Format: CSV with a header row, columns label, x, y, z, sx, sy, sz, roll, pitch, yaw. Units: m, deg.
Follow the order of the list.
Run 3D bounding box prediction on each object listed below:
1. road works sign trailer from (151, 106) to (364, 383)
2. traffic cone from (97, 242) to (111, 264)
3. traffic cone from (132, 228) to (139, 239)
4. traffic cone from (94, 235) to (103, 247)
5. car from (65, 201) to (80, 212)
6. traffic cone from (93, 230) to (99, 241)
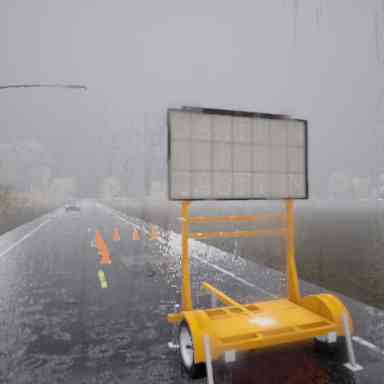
label,x,y,z,sx,sy,sz,roll,pitch,yaw
road works sign trailer,0.696,0.531,5.304,2.380,3.560,2.880,0,-1,-20
traffic cone,-2.977,2.129,11.427,0.340,0.580,0.340,0,-1,-19
traffic cone,-3.018,2.214,17.752,0.340,0.580,0.340,0,-1,-19
traffic cone,-3.621,2.159,13.321,0.340,0.580,0.340,0,-1,-19
car,-18.827,2.189,52.407,2.097,1.767,4.553,0,-1,-18
traffic cone,-4.266,2.188,15.214,0.340,0.580,0.340,0,-1,-19
